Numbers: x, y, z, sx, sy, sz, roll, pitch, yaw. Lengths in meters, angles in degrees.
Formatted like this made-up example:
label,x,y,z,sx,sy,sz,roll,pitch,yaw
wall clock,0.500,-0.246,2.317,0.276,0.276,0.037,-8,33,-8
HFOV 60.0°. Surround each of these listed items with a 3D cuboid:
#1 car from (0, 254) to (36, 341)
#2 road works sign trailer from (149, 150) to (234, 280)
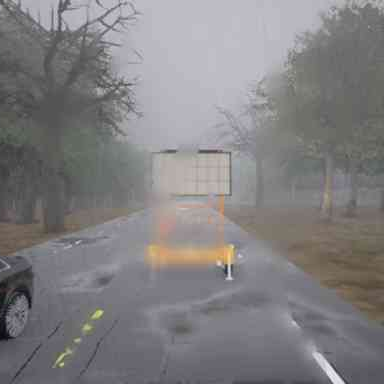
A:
label,x,y,z,sx,sy,sz,roll,pitch,yaw
car,-3.603,1.515,3.780,2.128,1.511,4.902,0,0,0
road works sign trailer,-0.013,0.523,10.141,2.380,3.560,2.880,0,0,0
